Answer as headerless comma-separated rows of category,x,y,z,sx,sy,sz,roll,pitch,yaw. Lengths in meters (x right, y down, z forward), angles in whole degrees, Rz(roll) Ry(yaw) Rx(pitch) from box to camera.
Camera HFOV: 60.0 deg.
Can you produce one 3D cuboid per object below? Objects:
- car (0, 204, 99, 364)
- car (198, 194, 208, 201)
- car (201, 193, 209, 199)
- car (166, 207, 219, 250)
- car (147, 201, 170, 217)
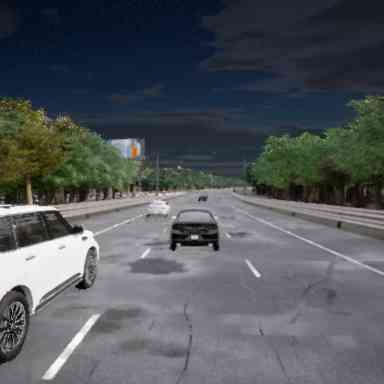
car,-3.421,1.219,5.983,2.150,2.045,5.566,0,0,0
car,2.529,1.357,78.572,1.837,1.490,4.892,0,1,4
car,3.620,1.144,93.927,2.033,1.411,5.357,0,1,5
car,0.120,1.482,14.507,1.882,1.535,5.008,0,0,1
car,-3.033,1.528,30.831,1.812,1.442,4.674,0,0,2
